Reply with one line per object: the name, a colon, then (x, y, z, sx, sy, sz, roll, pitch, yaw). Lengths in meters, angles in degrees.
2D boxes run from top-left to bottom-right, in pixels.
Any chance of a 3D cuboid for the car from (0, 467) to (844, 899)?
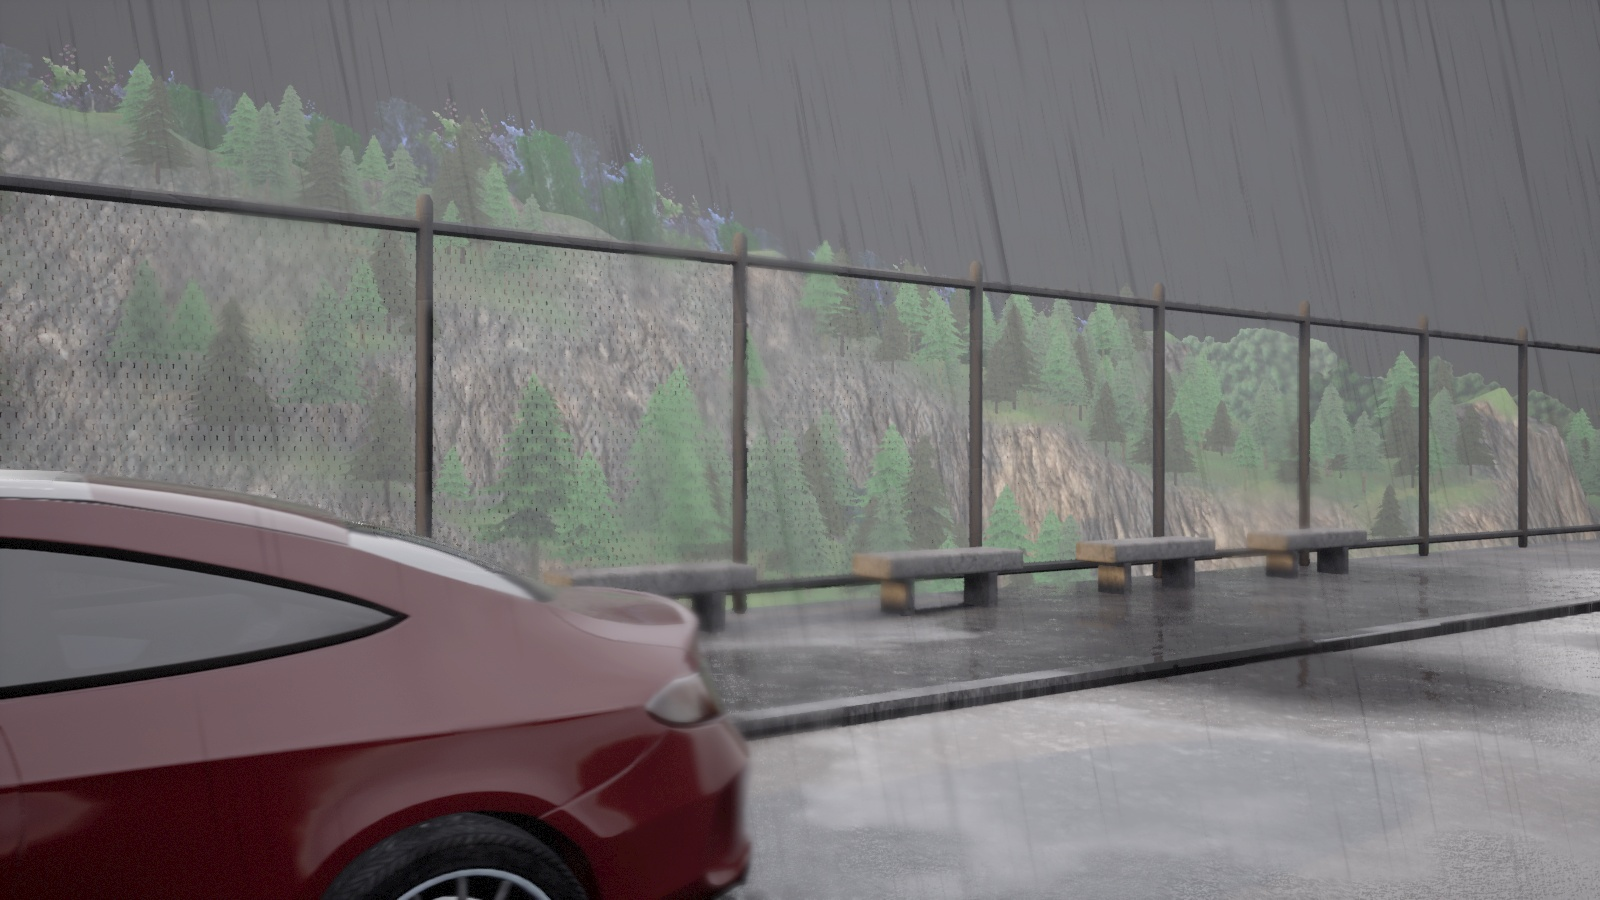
car: (-2.323, 0.782, 2.651, 4.674, 1.442, 1.812, 0, 0, -35)
